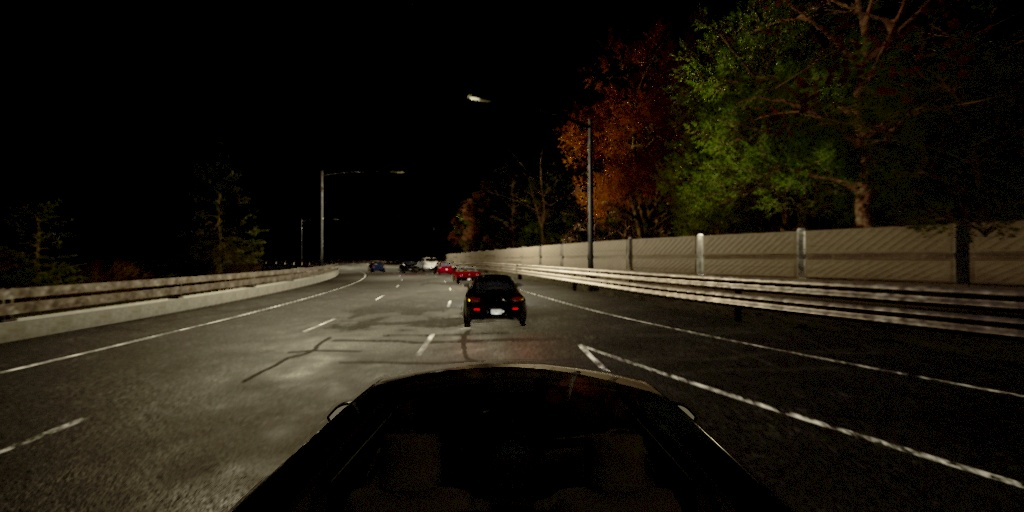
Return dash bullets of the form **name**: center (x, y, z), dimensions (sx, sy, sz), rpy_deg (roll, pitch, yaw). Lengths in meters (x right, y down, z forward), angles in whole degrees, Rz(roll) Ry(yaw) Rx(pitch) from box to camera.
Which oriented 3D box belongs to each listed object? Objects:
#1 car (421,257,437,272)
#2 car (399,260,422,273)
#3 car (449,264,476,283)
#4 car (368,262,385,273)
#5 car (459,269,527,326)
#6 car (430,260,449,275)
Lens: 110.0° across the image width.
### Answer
- **car**: center (-12.148, 1.208, 51.785), dimensions (2.150, 2.045, 5.566), rpy_deg (0, 0, -25)
- **car**: center (-13.652, 1.456, 46.886), dimensions (2.128, 1.511, 4.902), rpy_deg (0, 0, -25)
- **car**: center (-3.770, 1.477, 29.066), dimensions (1.895, 1.301, 4.718), rpy_deg (0, 0, -14)
- **car**: center (-18.878, 1.530, 49.792), dimensions (2.033, 1.411, 5.357), rpy_deg (0, 0, -27)
- **car**: center (-0.608, 1.321, 11.821), dimensions (1.812, 1.442, 4.674), rpy_deg (0, 0, -5)
- **car**: center (-8.208, 1.506, 42.949), dimensions (1.994, 1.385, 4.181), rpy_deg (0, 0, -22)
